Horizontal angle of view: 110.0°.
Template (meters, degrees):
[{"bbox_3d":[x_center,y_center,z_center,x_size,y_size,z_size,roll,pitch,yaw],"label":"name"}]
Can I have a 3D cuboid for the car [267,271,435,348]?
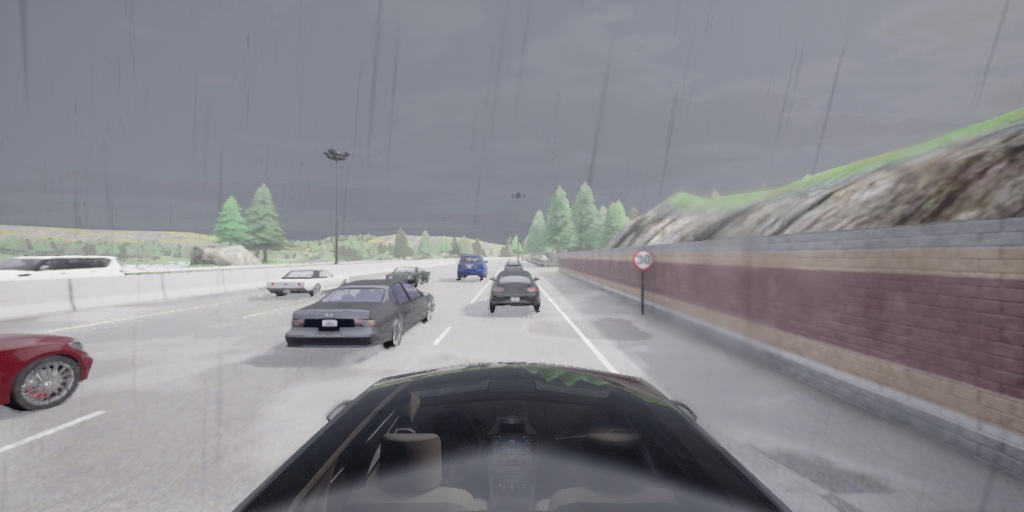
[{"bbox_3d":[-3.394,1.299,9.180,2.033,1.411,5.357,0,0,0],"label":"car"}]

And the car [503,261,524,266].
[{"bbox_3d":[0.135,1.251,36.152,2.128,1.511,4.902,0,0,0],"label":"car"}]

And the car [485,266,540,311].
[{"bbox_3d":[0.100,1.279,14.265,1.812,1.442,4.674,0,0,0],"label":"car"}]

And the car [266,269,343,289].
[{"bbox_3d":[-10.383,1.353,18.763,1.895,1.301,4.718,0,0,0],"label":"car"}]

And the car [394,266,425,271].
[{"bbox_3d":[-6.877,1.355,24.306,1.895,1.301,4.718,0,0,0],"label":"car"}]

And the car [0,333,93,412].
[{"bbox_3d":[-6.898,1.274,3.114,1.812,1.442,4.674,0,0,0],"label":"car"}]

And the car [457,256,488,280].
[{"bbox_3d":[-3.370,0.979,30.950,2.150,2.045,5.566,0,0,0],"label":"car"}]

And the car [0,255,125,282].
[{"bbox_3d":[-21.043,0.972,16.134,2.150,2.045,5.566,0,0,0],"label":"car"}]
